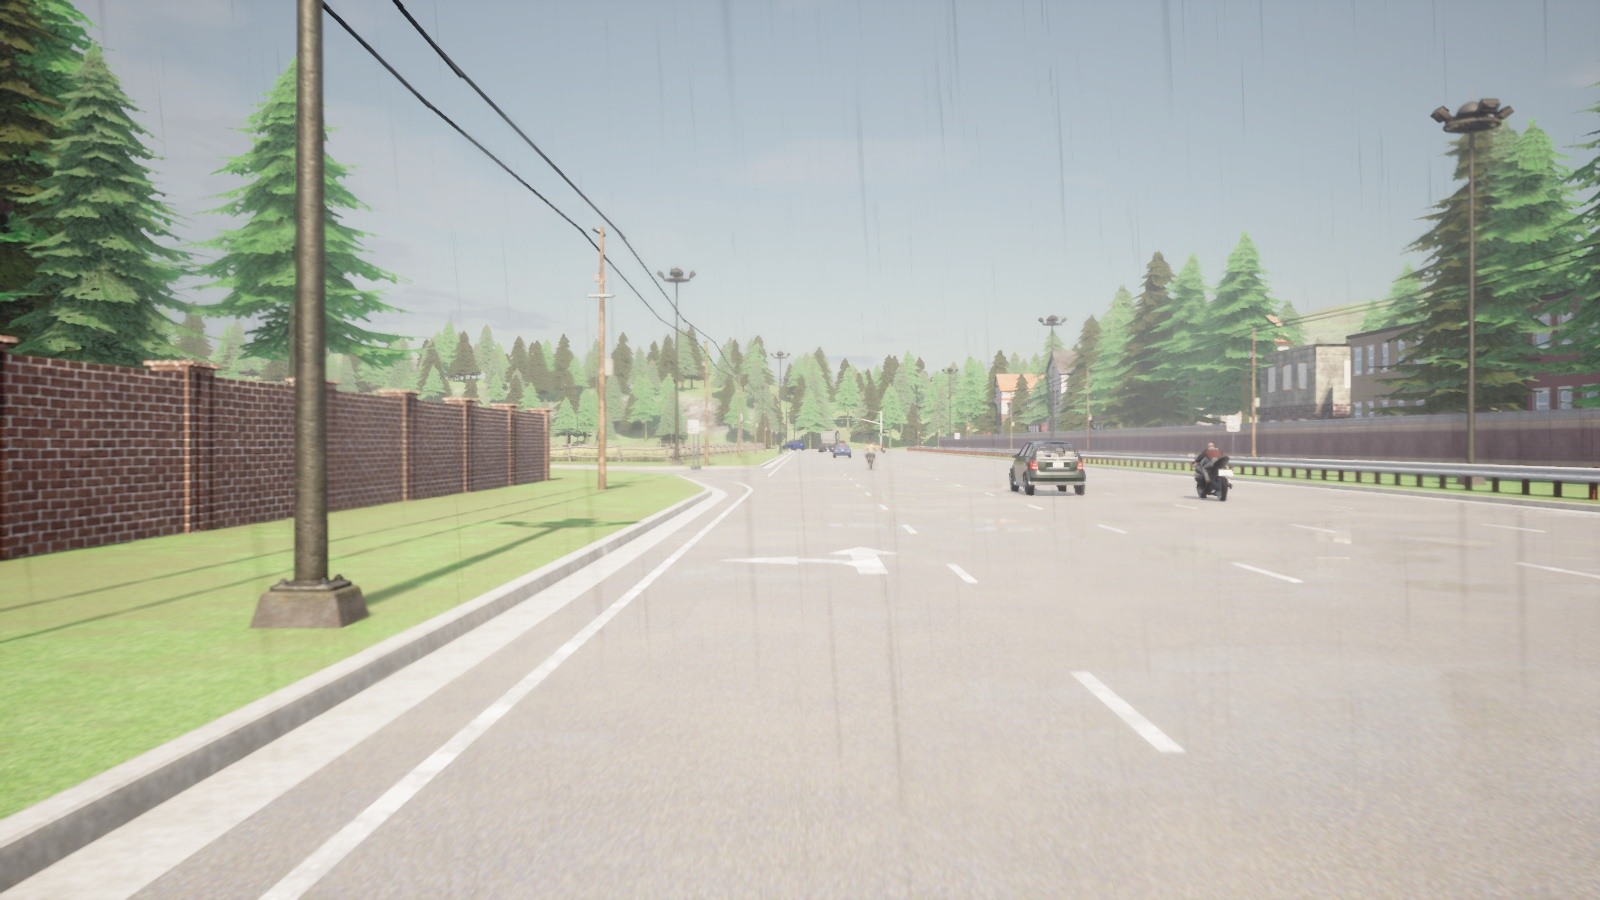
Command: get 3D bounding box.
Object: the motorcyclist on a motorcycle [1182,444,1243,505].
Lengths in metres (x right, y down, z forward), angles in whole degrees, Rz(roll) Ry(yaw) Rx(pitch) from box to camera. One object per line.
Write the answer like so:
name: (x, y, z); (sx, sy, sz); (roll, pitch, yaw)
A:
motorcyclist on a motorcycle: (10.702, 0.606, 32.633); (0.866, 1.530, 2.191); (0, 0, 0)

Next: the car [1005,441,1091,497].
car: (7.226, 0.523, 36.919); (1.789, 1.549, 3.705); (0, 0, 0)
